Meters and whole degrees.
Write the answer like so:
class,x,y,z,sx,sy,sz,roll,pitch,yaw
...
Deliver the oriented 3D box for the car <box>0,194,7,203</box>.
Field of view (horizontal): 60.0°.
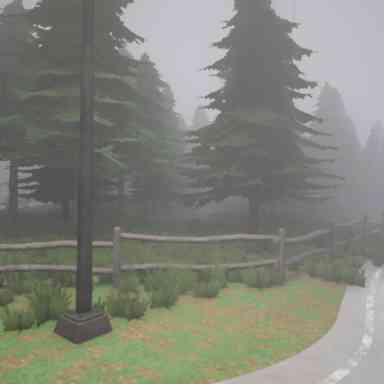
class,x,y,z,sx,sy,sz,roll,pitch,yaw
car,-19.299,0.939,35.319,2.128,1.511,4.902,1,0,3
